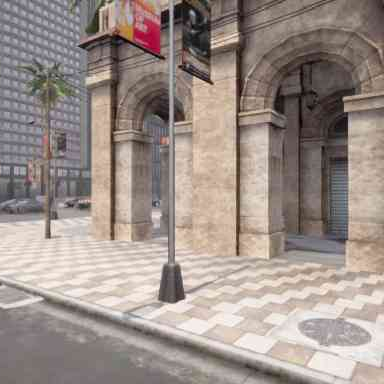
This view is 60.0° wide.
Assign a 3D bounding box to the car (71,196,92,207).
[{"bbox_3d":[-13.915,1.352,46.300,2.097,1.767,4.553,0,0,35],"label":"car"}]

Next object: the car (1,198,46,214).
[{"bbox_3d":[-17.418,1.564,35.396,1.994,1.385,4.181,0,0,36],"label":"car"}]

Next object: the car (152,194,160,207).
[{"bbox_3d":[-6.846,1.505,50.151,1.837,1.490,4.892,0,0,36],"label":"car"}]

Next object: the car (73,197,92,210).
[{"bbox_3d":[-12.285,1.601,42.571,1.895,1.301,4.718,0,0,35],"label":"car"}]

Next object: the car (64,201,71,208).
[{"bbox_3d":[-16.192,1.513,48.434,2.161,1.482,4.786,0,0,35],"label":"car"}]

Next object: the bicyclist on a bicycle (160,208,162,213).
[{"bbox_3d":[-2.370,1.300,31.537,1.656,1.620,0.582,0,0,36],"label":"bicyclist on a bicycle"}]
